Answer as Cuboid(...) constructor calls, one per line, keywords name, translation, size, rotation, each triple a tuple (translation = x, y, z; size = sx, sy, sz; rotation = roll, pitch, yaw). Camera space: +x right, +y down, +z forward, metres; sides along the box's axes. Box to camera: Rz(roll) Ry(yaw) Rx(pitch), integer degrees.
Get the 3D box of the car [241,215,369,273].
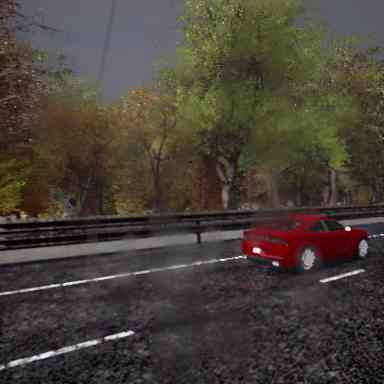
Cuboid(name="car", translation=(3.839, 1.490, 10.851), size=(5.008, 1.535, 1.882), rotation=(0, 0, -36))
